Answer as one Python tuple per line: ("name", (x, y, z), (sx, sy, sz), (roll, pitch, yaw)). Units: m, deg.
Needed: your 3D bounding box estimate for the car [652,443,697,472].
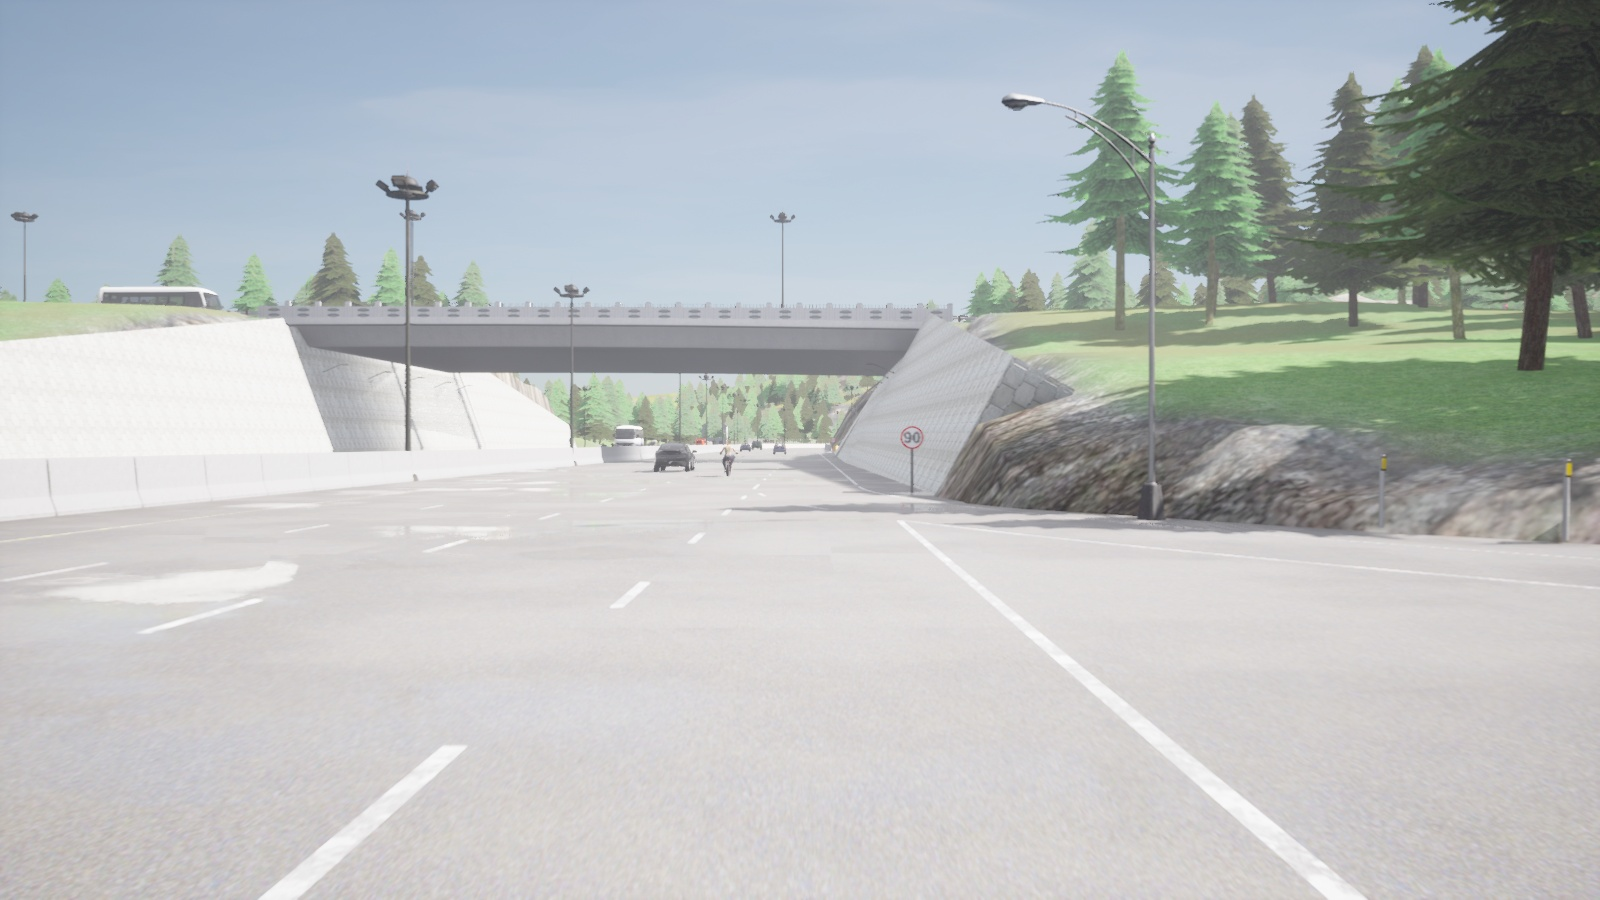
("car", (-6.607, 0.372, 66.428), (1.837, 1.490, 4.892), (0, 0, 0))
